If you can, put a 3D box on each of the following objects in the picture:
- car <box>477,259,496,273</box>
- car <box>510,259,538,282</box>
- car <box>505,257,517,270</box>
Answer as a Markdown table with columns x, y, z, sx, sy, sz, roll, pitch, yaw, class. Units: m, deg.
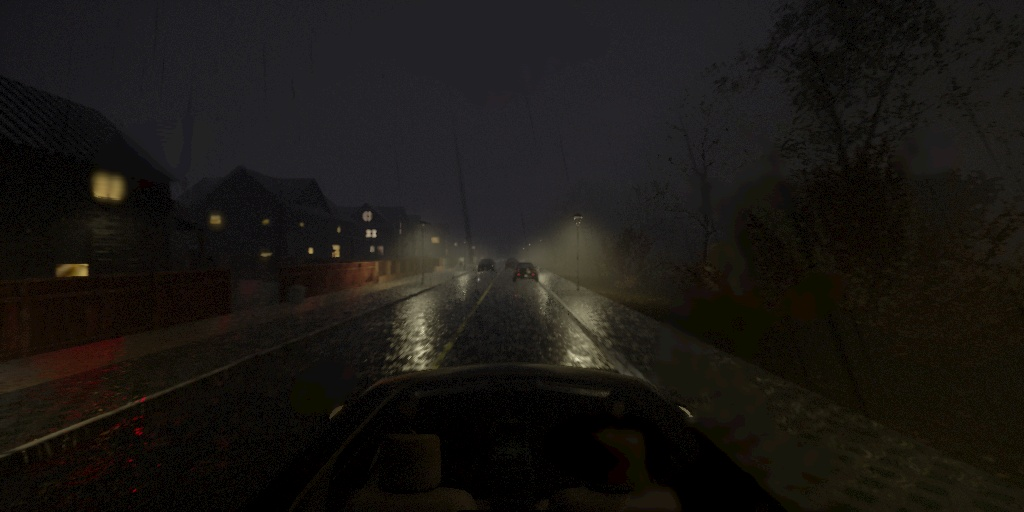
| x | y | z | sx | sy | sz | roll | pitch | yaw | class |
| --- | --- | --- | --- | --- | --- | --- | --- | --- | --- |
| -2.816 | 1.049 | 40.910 | 1.882 | 1.535 | 5.008 | 0 | 0 | 0 | car |
| 0.963 | 1.162 | 26.877 | 1.812 | 1.442 | 4.674 | 0 | 0 | 0 | car |
| 0.014 | 1.017 | 47.547 | 1.882 | 1.535 | 5.008 | 0 | 0 | 0 | car |
